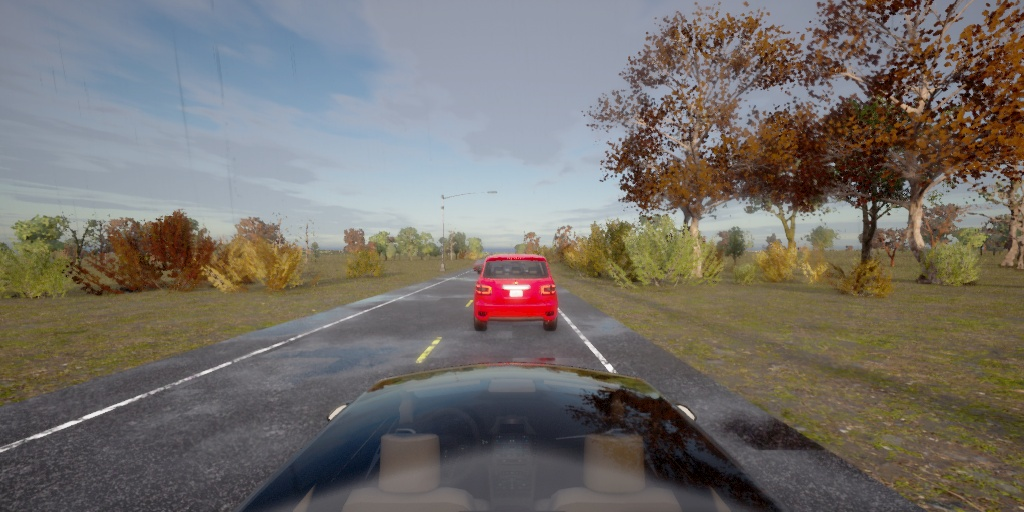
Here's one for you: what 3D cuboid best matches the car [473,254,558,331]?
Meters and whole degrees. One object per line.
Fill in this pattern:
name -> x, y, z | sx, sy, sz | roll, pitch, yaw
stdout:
car -> 0.075, 0.968, 11.074 | 2.150, 2.045, 5.566 | 0, 0, -1

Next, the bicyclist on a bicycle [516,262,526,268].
bicyclist on a bicycle -> 0.850, 1.109, 30.253 | 0.659, 1.776, 1.843 | 0, 0, 0

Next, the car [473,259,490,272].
car -> -3.847, 1.212, 45.928 | 1.882, 1.535, 5.008 | 0, 0, -1

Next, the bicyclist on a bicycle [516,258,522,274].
bicyclist on a bicycle -> 0.771, 1.106, 40.266 | 0.659, 1.776, 1.843 | 0, 0, 0
